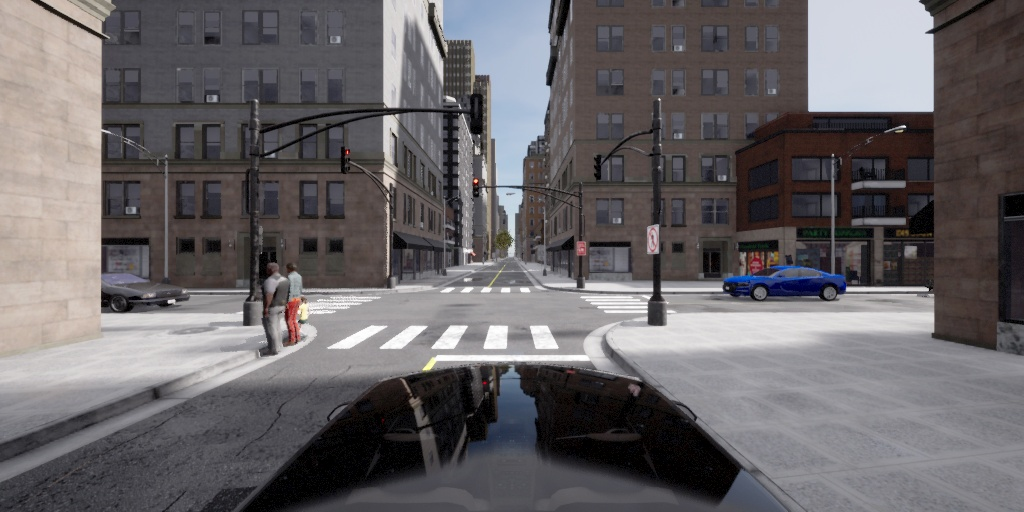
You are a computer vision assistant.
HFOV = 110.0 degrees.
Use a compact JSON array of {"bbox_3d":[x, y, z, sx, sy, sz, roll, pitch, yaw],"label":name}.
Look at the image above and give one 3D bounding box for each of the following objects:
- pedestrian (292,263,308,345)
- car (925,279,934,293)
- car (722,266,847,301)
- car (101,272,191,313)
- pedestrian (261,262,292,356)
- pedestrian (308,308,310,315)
[{"bbox_3d":[-4.908,1.045,8.006,0.375,1.860,0.375,0,0,0],"label":"pedestrian"},{"bbox_3d":[22.411,1.319,16.658,4.718,1.301,1.895,0,0,0],"label":"car"},{"bbox_3d":[12.497,1.213,16.648,5.008,1.535,1.882,0,0,0],"label":"car"},{"bbox_3d":[-15.400,1.309,13.417,5.357,1.411,2.033,0,0,0],"label":"car"},{"bbox_3d":[-4.808,1.044,7.241,0.375,1.860,0.375,0,0,0],"label":"pedestrian"},{"bbox_3d":[-4.953,1.424,8.523,0.500,1.100,0.500,0,0,0],"label":"pedestrian"}]
